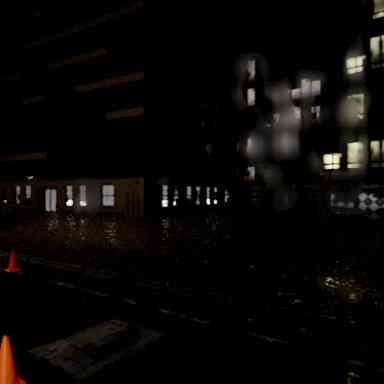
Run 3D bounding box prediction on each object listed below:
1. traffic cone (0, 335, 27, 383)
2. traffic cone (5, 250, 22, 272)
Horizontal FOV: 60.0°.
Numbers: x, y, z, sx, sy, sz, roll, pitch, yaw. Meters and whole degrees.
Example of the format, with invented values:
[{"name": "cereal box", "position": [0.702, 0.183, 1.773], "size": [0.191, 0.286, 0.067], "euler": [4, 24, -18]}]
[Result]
[{"name": "traffic cone", "position": [-2.187, 1.987, 3.913], "size": [0.340, 0.580, 0.340], "euler": [0, -1, 36]}, {"name": "traffic cone", "position": [-5.284, 2.032, 9.864], "size": [0.340, 0.580, 0.340], "euler": [0, -1, 36]}]
